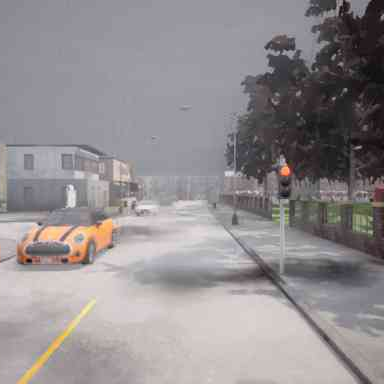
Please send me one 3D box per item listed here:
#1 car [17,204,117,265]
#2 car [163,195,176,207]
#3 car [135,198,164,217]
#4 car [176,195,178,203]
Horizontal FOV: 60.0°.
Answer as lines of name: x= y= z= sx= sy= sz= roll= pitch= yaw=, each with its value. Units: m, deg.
car: x=-4.090 y=1.352 z=11.603 sx=2.097 sy=1.767 sz=4.553 roll=0 pitch=0 yaw=0
car: x=-4.048 y=1.547 z=52.175 sx=2.033 sy=1.411 sz=5.357 roll=0 pitch=0 yaw=0
car: x=-4.081 y=1.525 z=31.485 sx=1.812 sy=1.442 sz=4.674 roll=0 pitch=0 yaw=1
car: x=-3.936 y=1.343 z=69.438 sx=2.097 sy=1.767 sz=4.553 roll=0 pitch=0 yaw=0
